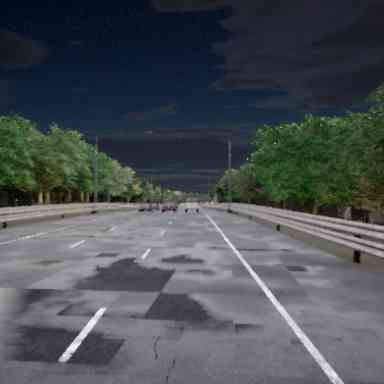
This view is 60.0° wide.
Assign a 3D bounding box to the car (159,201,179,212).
[{"bbox_3d":[-3.517,2.244,51.825,2.097,1.767,4.553,0,-2,0],"label":"car"}]

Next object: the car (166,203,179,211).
[{"bbox_3d":[-3.520,2.766,61.855,2.128,1.511,4.902,0,-2,0],"label":"car"}]

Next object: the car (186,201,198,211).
[{"bbox_3d":[-0.020,2.633,61.832,2.097,1.767,4.553,0,-2,0],"label":"car"}]

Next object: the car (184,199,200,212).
[{"bbox_3d":[-0.016,2.100,51.480,2.150,2.045,5.566,0,-2,0],"label":"car"}]

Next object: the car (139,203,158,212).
[{"bbox_3d":[-7.016,2.424,51.435,2.033,1.411,5.357,0,-2,0],"label":"car"}]
